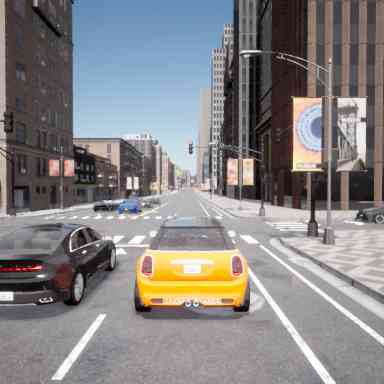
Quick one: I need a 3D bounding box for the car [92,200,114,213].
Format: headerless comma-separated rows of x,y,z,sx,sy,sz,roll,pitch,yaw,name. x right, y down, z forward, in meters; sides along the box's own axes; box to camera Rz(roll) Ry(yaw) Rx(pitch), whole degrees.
-9.853,1.618,38.040,1.895,1.301,4.718,0,0,0,car

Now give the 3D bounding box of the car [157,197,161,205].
-6.586,1.590,57.925,1.994,1.385,4.181,0,0,0,car

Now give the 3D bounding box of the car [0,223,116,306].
-3.154,1.504,8.008,1.837,1.490,4.892,0,0,0,car

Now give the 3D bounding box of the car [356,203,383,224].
13.983,1.470,23.535,4.181,1.385,1.994,0,1,0,car

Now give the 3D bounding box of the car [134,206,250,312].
0.009,1.351,7.864,2.097,1.767,4.553,0,0,0,car

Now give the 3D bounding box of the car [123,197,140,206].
-9.845,1.533,54.537,1.837,1.490,4.892,0,0,0,car

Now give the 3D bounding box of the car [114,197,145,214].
-6.603,1.493,35.877,1.882,1.535,5.008,0,0,0,car

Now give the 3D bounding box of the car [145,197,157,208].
-6.601,1.515,46.663,2.128,1.511,4.902,0,0,0,car
